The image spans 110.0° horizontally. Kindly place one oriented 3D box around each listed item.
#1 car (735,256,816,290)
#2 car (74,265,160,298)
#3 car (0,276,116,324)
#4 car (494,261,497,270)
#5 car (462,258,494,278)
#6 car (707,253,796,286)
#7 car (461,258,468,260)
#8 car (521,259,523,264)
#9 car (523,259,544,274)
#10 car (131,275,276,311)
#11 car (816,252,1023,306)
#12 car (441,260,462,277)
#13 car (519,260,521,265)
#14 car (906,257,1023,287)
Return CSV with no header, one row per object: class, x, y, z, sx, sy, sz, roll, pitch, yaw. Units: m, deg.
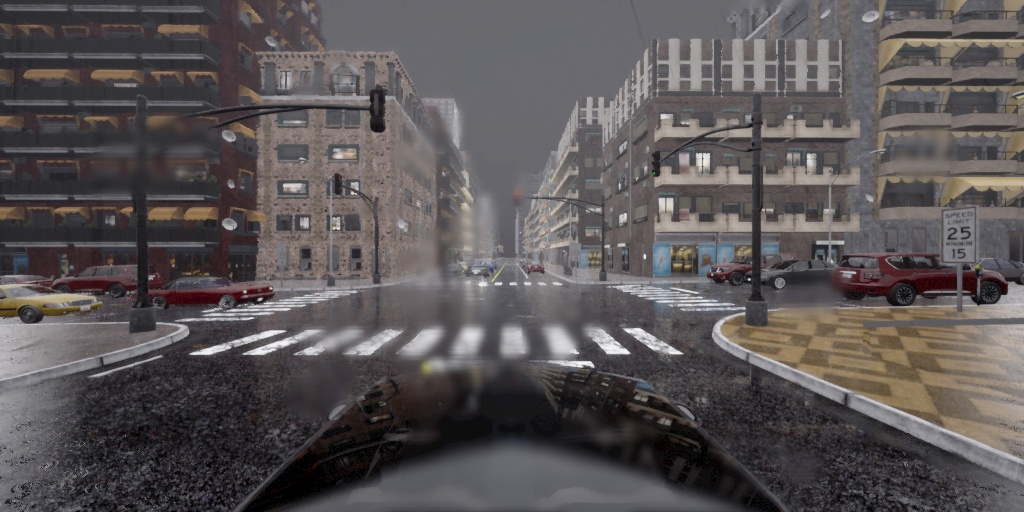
car,14.936,0.947,18.944,4.892,1.490,1.837,-1,0,-1
car,-23.638,1.462,21.088,5.009,1.841,2.192,0,0,-1
car,-17.652,1.585,12.804,4.829,1.417,1.751,0,0,-1
car,-3.185,1.237,44.233,1.882,1.535,5.008,0,0,0
car,-3.165,1.247,34.029,2.128,1.511,4.902,0,0,0
car,14.536,0.759,21.530,5.009,1.841,2.192,0,0,-1
car,-5.769,1.284,40.666,1.751,1.417,4.829,0,0,0
car,2.600,1.200,46.537,1.967,1.591,4.097,0,0,0
car,2.611,1.198,40.855,1.967,1.591,4.097,0,0,0
car,-12.876,1.565,15.302,4.718,1.301,1.895,-1,0,3
car,14.687,0.775,13.151,5.009,1.841,2.192,0,0,-1
car,-5.757,1.322,35.154,1.948,1.339,4.313,0,0,0
car,2.577,1.349,57.902,1.802,1.307,4.207,0,0,0
car,24.727,0.807,19.052,5.357,1.411,2.033,-1,0,-1
